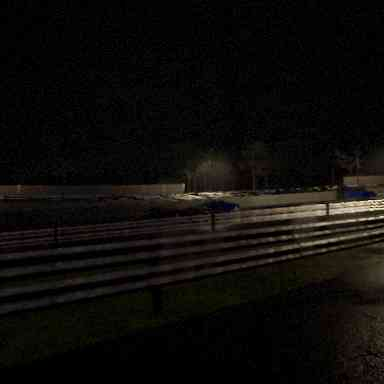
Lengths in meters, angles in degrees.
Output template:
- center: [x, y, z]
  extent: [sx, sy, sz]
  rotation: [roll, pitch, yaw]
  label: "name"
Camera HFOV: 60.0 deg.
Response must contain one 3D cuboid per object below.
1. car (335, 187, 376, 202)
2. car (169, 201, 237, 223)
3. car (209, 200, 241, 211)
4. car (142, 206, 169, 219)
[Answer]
- center: [21.710, 0.304, 44.133]
  extent: [5.566, 2.045, 2.150]
  rotation: [-3, 2, -21]
  label: "car"
- center: [0.927, 1.990, 28.621]
  extent: [4.902, 1.511, 2.128]
  rotation: [-3, 2, -21]
  label: "car"
- center: [3.057, 1.652, 36.944]
  extent: [5.008, 1.535, 1.882]
  rotation: [-3, 2, -21]
  label: "car"
- center: [-2.195, 2.078, 31.168]
  extent: [4.902, 1.511, 2.128]
  rotation: [-3, 2, -21]
  label: "car"
